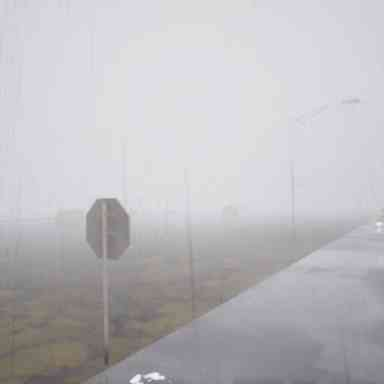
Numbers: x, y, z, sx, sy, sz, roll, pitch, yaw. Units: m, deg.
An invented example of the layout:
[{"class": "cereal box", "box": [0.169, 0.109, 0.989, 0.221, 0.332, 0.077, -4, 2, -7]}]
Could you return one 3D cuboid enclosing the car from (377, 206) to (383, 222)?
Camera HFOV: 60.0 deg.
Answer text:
[{"class": "car", "box": [22.160, 2.394, 37.499, 2.097, 1.767, 4.553, -2, -2, 33]}]
